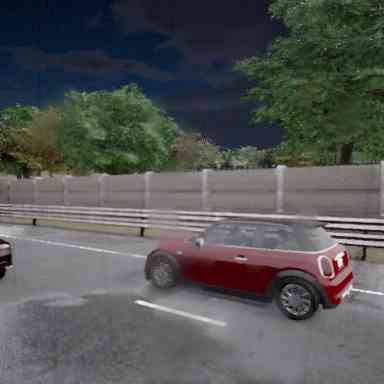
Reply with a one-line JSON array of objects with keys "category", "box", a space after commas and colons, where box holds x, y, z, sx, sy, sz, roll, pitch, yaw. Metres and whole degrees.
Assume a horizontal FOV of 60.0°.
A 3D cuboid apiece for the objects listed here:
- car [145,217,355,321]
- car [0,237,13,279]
[{"category": "car", "box": [1.074, 1.352, 7.525, 4.553, 1.767, 2.097, 0, 0, 35]}, {"category": "car", "box": [-6.599, 1.498, 8.697, 4.902, 1.511, 2.128, 0, 0, 36]}]
